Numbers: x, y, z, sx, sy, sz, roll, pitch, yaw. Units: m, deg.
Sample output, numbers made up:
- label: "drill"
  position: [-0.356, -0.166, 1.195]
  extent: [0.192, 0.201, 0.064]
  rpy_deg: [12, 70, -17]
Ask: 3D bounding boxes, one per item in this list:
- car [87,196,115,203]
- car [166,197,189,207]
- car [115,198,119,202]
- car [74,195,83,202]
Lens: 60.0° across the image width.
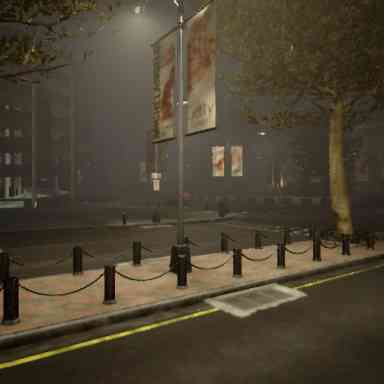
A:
- label: "car"
  position: [-19.115, 1.524, 68.330]
  extent: [5.357, 1.411, 2.033]
  rpy_deg: [0, 0, 30]
- label: "car"
  position: [-2.318, 1.524, 51.130]
  extent: [1.812, 1.442, 4.674]
  rpy_deg: [0, 1, -35]
- label: "car"
  position: [-17.738, 1.542, 71.570]
  extent: [4.181, 1.385, 1.994]
  rpy_deg: [0, 0, 30]
- label: "car"
  position: [-25.488, 1.359, 71.022]
  extent: [4.181, 1.385, 1.994]
  rpy_deg: [0, 0, 19]
